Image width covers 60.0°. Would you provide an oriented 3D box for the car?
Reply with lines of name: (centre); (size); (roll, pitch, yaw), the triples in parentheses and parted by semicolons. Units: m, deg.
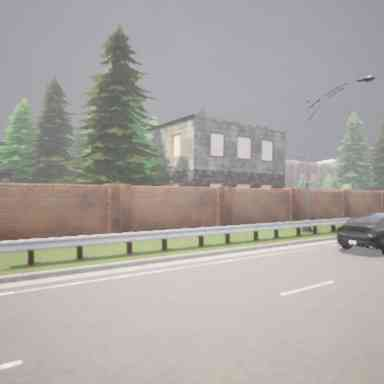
car: (7.996, 1.641, 13.869); (4.892, 1.490, 1.837); (0, 0, -35)
